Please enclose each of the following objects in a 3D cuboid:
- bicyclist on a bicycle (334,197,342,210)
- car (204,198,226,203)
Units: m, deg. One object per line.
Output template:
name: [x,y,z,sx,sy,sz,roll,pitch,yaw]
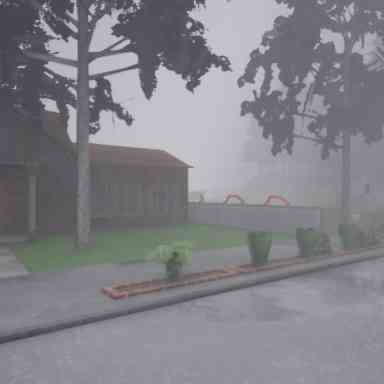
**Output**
bicyclist on a bicycle: [18.607,1.504,42.388,1.656,1.620,0.582,0,0,-35]
car: [2.930,1.686,49.964,1.994,1.385,4.181,0,0,-35]
